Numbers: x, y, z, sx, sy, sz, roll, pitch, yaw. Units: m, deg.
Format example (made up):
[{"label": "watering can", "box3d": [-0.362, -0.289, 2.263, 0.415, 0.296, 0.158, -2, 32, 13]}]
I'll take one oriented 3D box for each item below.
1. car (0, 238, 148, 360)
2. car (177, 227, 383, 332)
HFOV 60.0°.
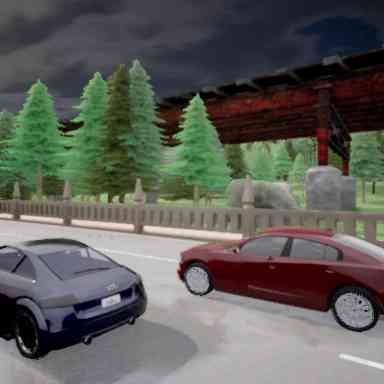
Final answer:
[{"label": "car", "box3d": [-2.805, 1.541, 5.994, 4.181, 1.385, 1.994, 0, 0, 36]}, {"label": "car", "box3d": [1.959, 1.468, 6.894, 5.008, 1.535, 1.882, 0, 0, 36]}]
